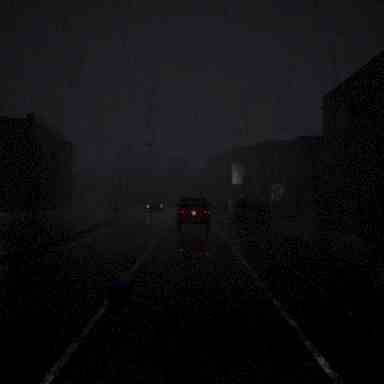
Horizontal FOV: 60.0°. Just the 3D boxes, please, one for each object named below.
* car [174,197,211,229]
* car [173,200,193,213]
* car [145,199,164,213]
[{"bbox_3d":[0.095,1.380,22.962,2.150,2.045,5.566,0,0,0],"label":"car"},{"bbox_3d":[-1.172,1.768,42.117,1.882,1.535,5.008,0,-1,-9],"label":"car"},{"bbox_3d":[-4.593,1.618,40.216,2.097,1.767,4.553,0,0,-10],"label":"car"}]
